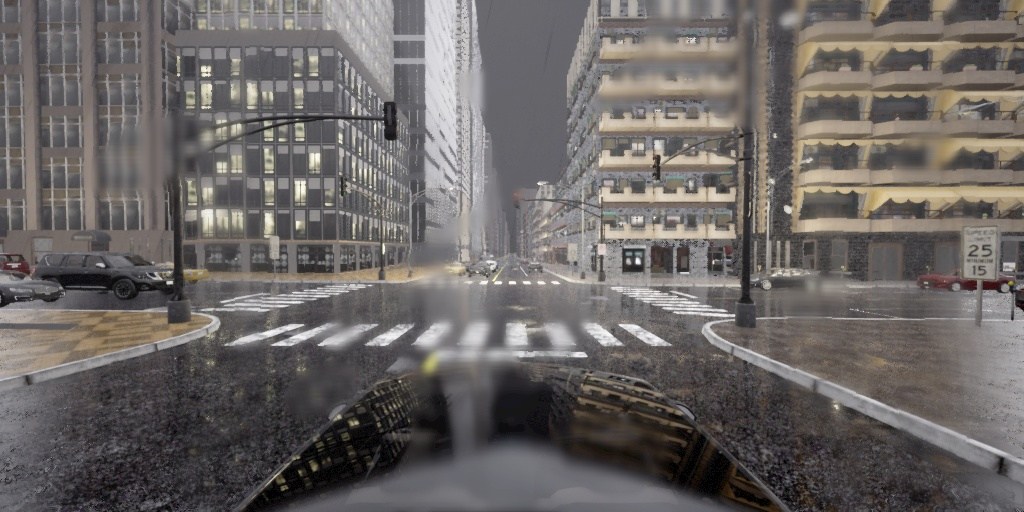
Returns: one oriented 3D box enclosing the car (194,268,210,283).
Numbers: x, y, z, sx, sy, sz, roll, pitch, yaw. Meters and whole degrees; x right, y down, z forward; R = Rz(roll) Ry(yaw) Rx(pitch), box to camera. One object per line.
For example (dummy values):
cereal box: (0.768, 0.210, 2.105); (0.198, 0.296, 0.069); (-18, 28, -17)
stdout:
car: (-21.666, 1.029, 22.345); (4.829, 1.417, 1.751); (0, 0, 1)

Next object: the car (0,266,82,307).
car: (-20.286, 1.204, 14.011); (4.403, 1.370, 2.007); (0, 0, 1)

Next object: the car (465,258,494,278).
car: (-3.095, 1.245, 34.698); (1.837, 1.490, 4.892); (0, 0, 0)

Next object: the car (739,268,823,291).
car: (16.309, 1.376, 21.847); (4.403, 1.370, 2.007); (0, 0, 1)

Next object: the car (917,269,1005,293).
car: (27.375, 1.462, 21.691); (4.507, 1.381, 1.888); (0, 0, 1)

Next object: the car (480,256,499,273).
car: (-3.096, 0.960, 44.398); (2.150, 2.045, 5.566); (0, 0, 0)

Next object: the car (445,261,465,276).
car: (-5.691, 1.265, 36.493); (1.751, 1.417, 4.829); (0, 0, 0)

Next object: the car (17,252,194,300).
car: (-18.482, 0.848, 16.531); (5.566, 2.045, 2.150); (1, 1, 1)

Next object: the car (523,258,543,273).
car: (2.690, 1.289, 42.317); (2.007, 1.370, 4.403); (0, 0, 0)

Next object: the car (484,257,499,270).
car: (-3.087, 1.088, 54.541); (2.097, 1.767, 4.553); (0, 0, 0)

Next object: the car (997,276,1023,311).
car: (21.716, 1.576, 13.390); (4.313, 1.339, 1.948); (0, 0, 1)

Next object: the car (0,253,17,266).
car: (-33.613, 0.712, 22.549); (5.009, 1.841, 2.192); (0, 0, 1)
